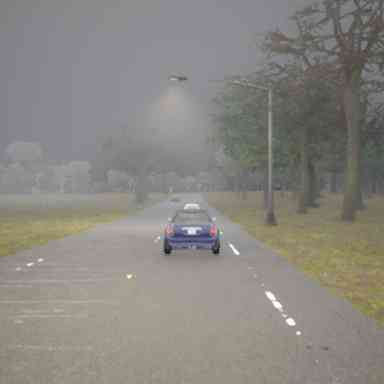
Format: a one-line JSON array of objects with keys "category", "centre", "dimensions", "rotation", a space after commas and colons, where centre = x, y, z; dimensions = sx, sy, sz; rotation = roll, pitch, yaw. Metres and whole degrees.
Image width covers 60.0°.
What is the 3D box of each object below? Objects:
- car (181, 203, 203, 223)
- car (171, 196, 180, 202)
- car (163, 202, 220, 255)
[{"category": "car", "centre": [-0.002, 1.763, 29.380], "dimensions": [1.812, 1.442, 4.674], "rotation": [0, 0, 0]}, {"category": "car", "centre": [-3.513, 1.599, 71.035], "dimensions": [2.033, 1.411, 5.357], "rotation": [0, 1, 0]}, {"category": "car", "centre": [-0.001, 1.485, 14.083], "dimensions": [2.097, 1.767, 4.553], "rotation": [0, -1, 0]}]
